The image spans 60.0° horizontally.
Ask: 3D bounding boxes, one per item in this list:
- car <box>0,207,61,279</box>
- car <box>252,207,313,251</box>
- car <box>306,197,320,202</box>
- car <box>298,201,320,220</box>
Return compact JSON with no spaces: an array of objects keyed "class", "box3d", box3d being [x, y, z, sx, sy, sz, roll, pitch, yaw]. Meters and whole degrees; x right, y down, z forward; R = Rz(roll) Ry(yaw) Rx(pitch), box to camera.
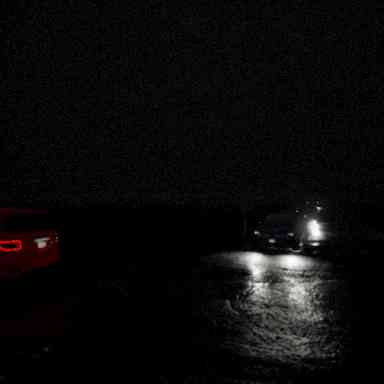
[{"class":"car","box3d":[-6.352,1.430,9.047,5.566,2.045,2.150,0,-1,15]},{"class":"car","box3d":[4.093,1.627,14.958,1.812,1.442,4.674,0,0,26]},{"class":"car","box3d":[20.731,1.727,56.854,2.097,1.767,4.553,0,0,21]},{"class":"car","box3d":[10.683,1.801,31.054,1.895,1.301,4.718,0,0,21]}]
